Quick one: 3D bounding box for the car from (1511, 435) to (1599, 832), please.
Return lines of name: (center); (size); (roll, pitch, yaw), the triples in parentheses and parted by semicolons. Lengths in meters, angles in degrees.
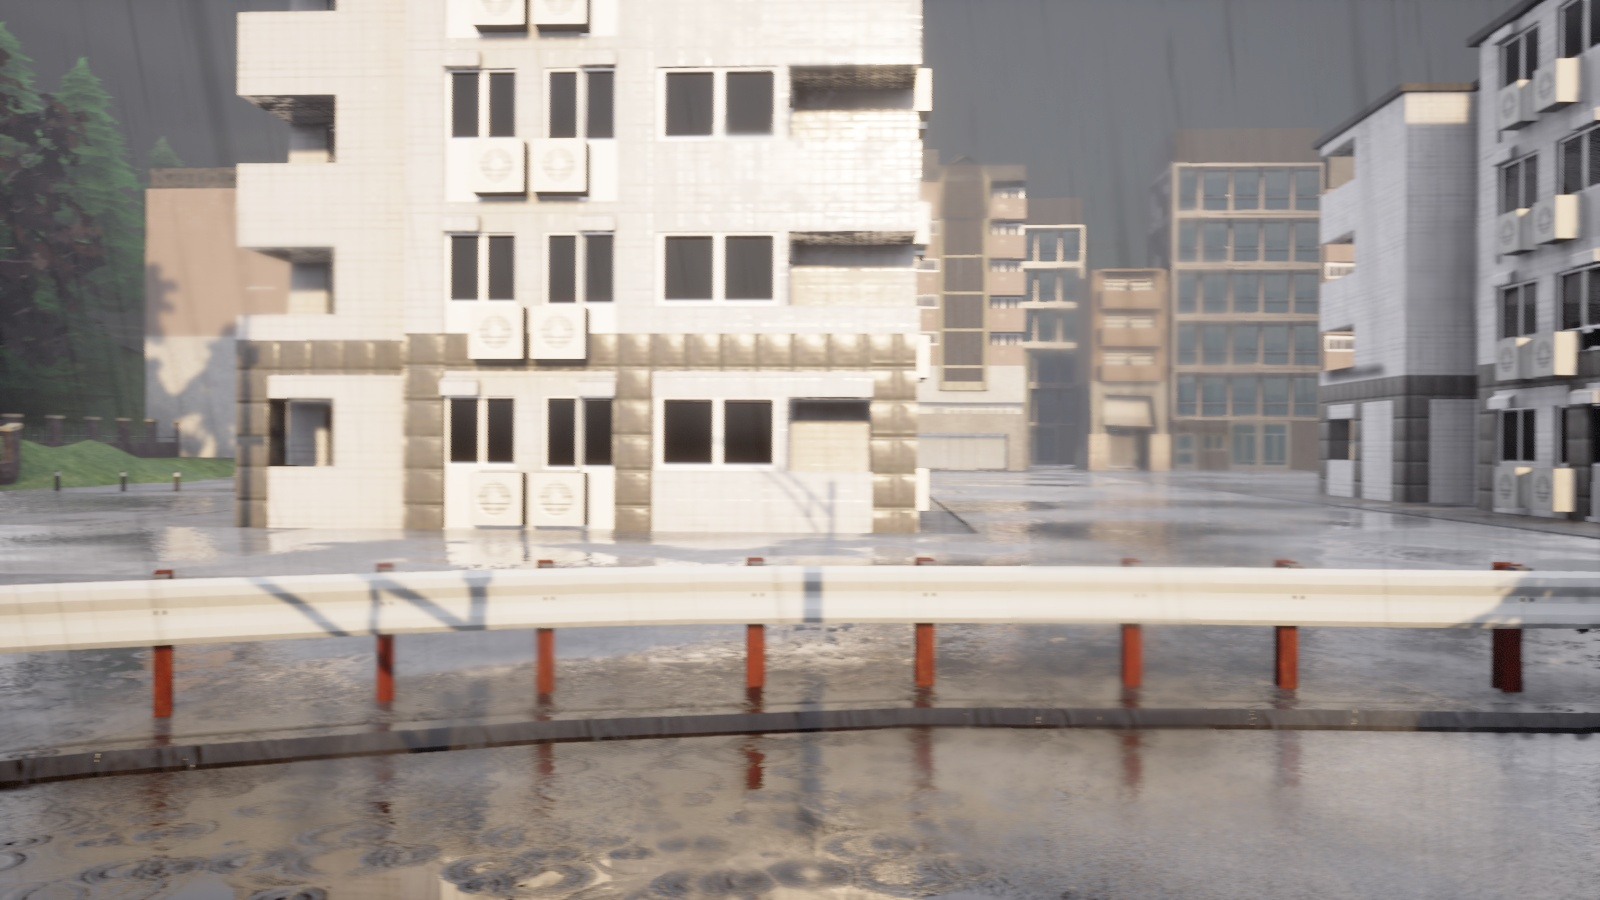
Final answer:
car: (5.581, 0.711, 4.466); (5.008, 1.535, 1.882); (0, 0, 2)
